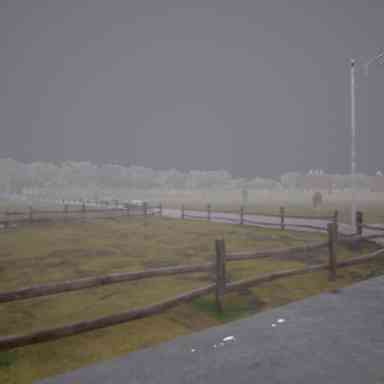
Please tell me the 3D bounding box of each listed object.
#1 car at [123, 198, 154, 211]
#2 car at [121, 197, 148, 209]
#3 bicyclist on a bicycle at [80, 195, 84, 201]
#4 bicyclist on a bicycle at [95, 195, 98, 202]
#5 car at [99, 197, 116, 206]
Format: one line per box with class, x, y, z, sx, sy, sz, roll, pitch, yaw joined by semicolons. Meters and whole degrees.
car;-6.577;1.689;42.270;1.812;1.442;4.674;-2;1;-35
car;-8.792;1.600;50.390;2.128;1.511;4.902;-2;1;-35
bicyclist on a bicycle;-24.281;1.499;73.506;0.866;1.612;1.509;-1;1;-35
bicyclist on a bicycle;-19.080;1.442;66.158;0.659;1.776;1.843;-2;1;-35
car;-14.836;1.605;58.856;1.837;1.490;4.892;-2;1;-35
